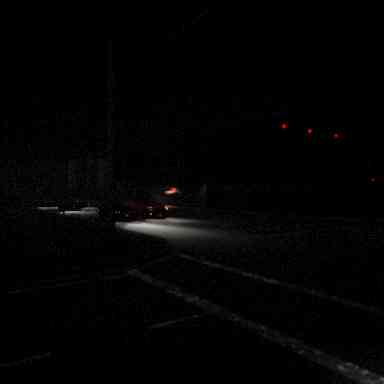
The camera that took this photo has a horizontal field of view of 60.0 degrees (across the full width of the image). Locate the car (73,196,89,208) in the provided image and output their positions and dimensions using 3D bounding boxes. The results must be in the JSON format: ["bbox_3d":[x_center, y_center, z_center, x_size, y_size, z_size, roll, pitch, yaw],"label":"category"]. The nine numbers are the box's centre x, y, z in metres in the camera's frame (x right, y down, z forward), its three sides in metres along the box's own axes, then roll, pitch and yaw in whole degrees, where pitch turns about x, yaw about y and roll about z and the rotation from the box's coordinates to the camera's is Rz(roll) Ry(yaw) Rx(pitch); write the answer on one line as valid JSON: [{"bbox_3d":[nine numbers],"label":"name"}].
[{"bbox_3d":[-16.849,1.418,49.541,2.097,1.767,4.553,0,0,-33],"label":"car"}]

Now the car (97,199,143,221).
[{"bbox_3d":[-6.291,1.539,27.378,2.128,1.511,4.902,0,0,-34],"label":"car"}]

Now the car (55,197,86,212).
[{"bbox_3d":[-14.791,1.613,40.247,1.994,1.385,4.181,0,0,-34],"label":"car"}]

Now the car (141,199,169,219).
[{"bbox_3d":[-3.927,1.416,30.132,2.097,1.767,4.553,0,0,-34],"label":"car"}]

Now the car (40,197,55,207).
[{"bbox_3d":[-22.388,1.577,51.610,1.812,1.442,4.674,0,0,-34],"label":"car"}]
